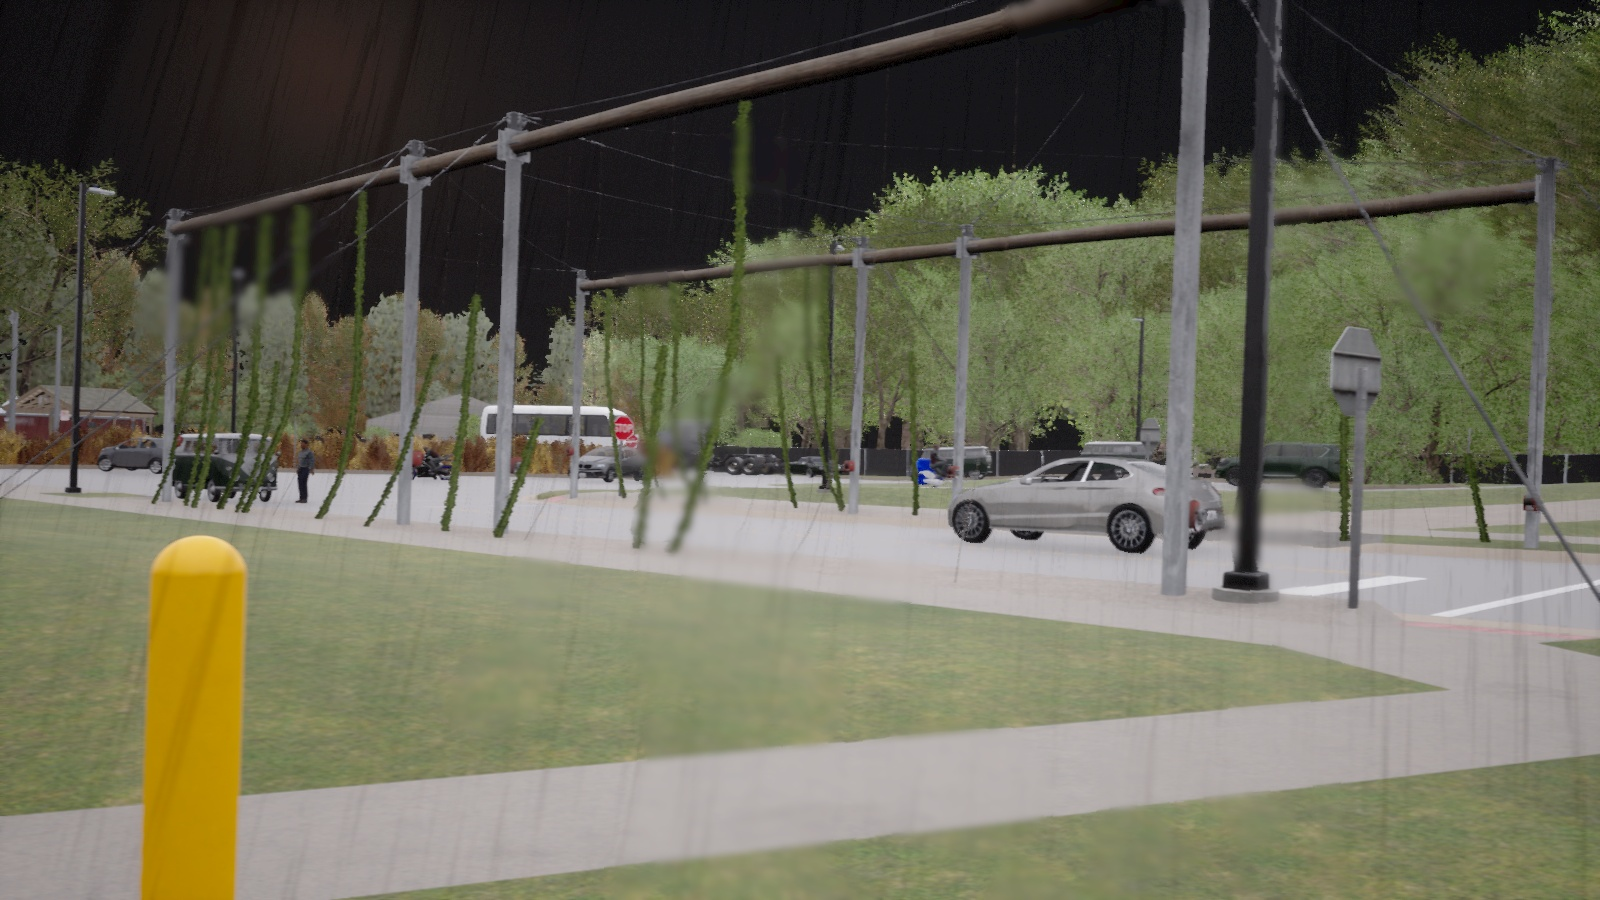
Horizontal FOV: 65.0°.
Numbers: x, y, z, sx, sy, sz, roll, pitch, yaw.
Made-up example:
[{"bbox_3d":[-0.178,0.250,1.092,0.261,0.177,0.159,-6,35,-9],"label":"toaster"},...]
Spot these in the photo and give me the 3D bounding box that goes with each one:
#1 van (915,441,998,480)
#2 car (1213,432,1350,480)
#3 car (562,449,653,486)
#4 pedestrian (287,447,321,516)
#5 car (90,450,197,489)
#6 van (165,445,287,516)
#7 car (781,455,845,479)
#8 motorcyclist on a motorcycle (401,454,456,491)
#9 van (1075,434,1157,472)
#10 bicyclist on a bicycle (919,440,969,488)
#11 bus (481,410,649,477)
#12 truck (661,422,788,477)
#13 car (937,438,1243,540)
[{"bbox_3d":[9.169,0.612,73.637,4.442,1.987,1.775,-4,-1,21],"label":"van"},{"bbox_3d":[21.560,0.237,56.232,5.566,2.045,2.150,0,0,25],"label":"car"},{"bbox_3d":[-9.182,0.810,60.385,2.242,1.667,4.611,1,0,22],"label":"car"},{"bbox_3d":[-14.259,0.904,36.128,0.423,1.949,0.788,1,0,30],"label":"pedestrian"},{"bbox_3d":[-27.483,0.816,52.614,3.633,1.501,1.845,1,1,14],"label":"car"},{"bbox_3d":[-16.977,0.864,37.061,4.442,1.987,1.775,0,-1,44],"label":"van"},{"bbox_3d":[0.786,1.044,78.385,1.895,1.301,4.718,-2,2,-29],"label":"car"},{"bbox_3d":[-16.103,0.951,54.425,2.191,1.530,0.866,0,1,-21],"label":"motorcyclist on a motorcycle"},{"bbox_3d":[16.996,0.171,67.737,1.775,1.987,4.442,-1,0,-26],"label":"van"},{"bbox_3d":[5.468,0.539,47.750,1.843,1.776,0.659,-1,-1,2],"label":"bicyclist on a bicycle"},{"bbox_3d":[-15.579,-0.458,83.602,10.273,4.253,3.944,0,1,15],"label":"bus"},{"bbox_3d":[-4.945,-0.050,81.918,7.936,3.462,2.891,0,1,27],"label":"truck"},{"bbox_3d":[5.162,0.677,22.877,5.027,1.651,2.152,-1,-1,44],"label":"car"}]
